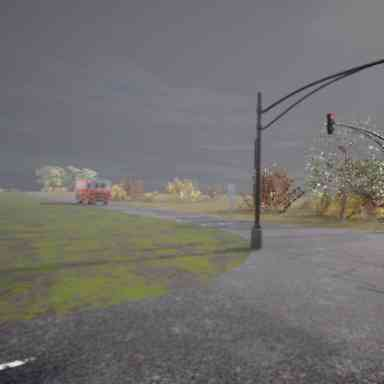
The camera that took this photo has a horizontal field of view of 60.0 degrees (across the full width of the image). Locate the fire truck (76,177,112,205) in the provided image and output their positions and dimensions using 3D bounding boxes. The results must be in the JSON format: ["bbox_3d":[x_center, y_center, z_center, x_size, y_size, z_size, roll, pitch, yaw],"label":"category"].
[{"bbox_3d":[-14.393,-0.176,48.213,2.891,3.827,8.468,2,0,-32],"label":"fire truck"}]
